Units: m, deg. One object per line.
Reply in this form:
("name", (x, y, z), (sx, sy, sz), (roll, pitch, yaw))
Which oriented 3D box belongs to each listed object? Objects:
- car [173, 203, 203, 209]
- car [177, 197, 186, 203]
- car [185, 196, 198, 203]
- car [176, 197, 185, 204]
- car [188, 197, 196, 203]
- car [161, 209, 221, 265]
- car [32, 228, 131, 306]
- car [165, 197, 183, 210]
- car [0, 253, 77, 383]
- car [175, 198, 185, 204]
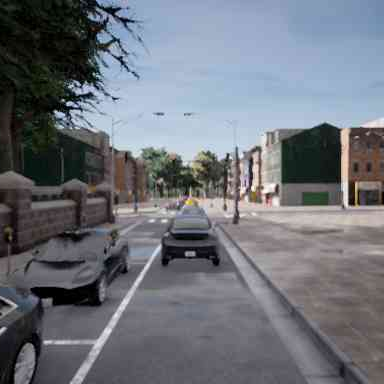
("car", (0.098, 1.638, 20.843), (2.033, 1.411, 5.357), (0, 0, 0))
("car", (-2.653, 2.043, 84.467), (1.947, 1.339, 4.313), (-1, 0, 0))
("car", (0.095, 1.789, 59.650), (1.882, 1.535, 5.008), (0, 0, 0))
("car", (-2.653, 1.985, 79.032), (1.887, 1.381, 4.507), (-1, 0, 0))
("car", (-0.007, 2.034, 87.010), (2.033, 1.411, 5.357), (0, 0, 0))
("car", (-0.032, 1.552, 11.918), (1.837, 1.490, 4.892), (0, -1, 0))
("car", (-2.645, 1.598, 8.105), (1.947, 1.339, 4.313), (-1, 0, 0))
("car", (-2.651, 1.671, 46.425), (1.967, 1.590, 4.097), (-1, 0, 0))
("car", (-2.645, 1.560, 2.416), (2.008, 1.369, 4.403), (-1, 0, 0))
("car", (-2.653, 1.954, 73.597), (2.008, 1.369, 4.403), (-1, 0, 0))
